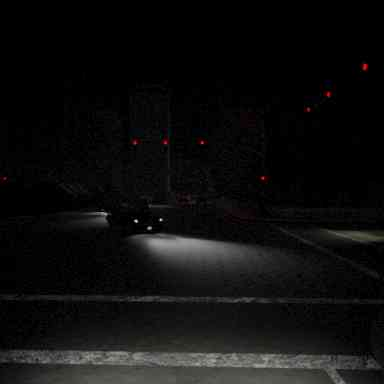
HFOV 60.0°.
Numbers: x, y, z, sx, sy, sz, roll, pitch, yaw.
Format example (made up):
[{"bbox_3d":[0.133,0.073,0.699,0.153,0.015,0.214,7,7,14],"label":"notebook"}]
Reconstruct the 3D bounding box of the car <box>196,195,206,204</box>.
[{"bbox_3d":[1.763,1.505,65.370,1.837,1.490,4.892,0,0,1],"label":"car"}]

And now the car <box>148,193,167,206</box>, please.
[{"bbox_3d":[-5.565,1.221,56.012,2.150,2.045,5.566,0,0,2],"label":"car"}]

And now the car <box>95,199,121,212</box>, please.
[{"bbox_3d":[-9.519,1.547,38.388,2.033,1.411,5.357,0,0,1],"label":"car"}]

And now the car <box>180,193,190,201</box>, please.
[{"bbox_3d":[-1.505,1.182,74.644,2.097,1.767,4.553,0,0,1],"label":"car"}]

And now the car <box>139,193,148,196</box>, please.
[{"bbox_3d":[-8.868,1.223,62.619,2.150,2.045,5.566,0,0,2],"label":"car"}]

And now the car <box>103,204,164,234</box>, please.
[{"bbox_3d":[-3.435,1.601,19.520,1.895,1.301,4.718,0,0,-32],"label":"car"}]

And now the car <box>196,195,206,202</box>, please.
[{"bbox_3d":[1.995,1.352,74.586,2.128,1.511,4.902,0,0,1],"label":"car"}]

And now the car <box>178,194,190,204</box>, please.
[{"bbox_3d":[-1.720,1.564,66.084,1.994,1.385,4.181,0,0,1],"label":"car"}]

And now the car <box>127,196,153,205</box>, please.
[{"bbox_3d":[-6.046,1.491,37.248,2.128,1.511,4.902,0,0,1],"label":"car"}]
